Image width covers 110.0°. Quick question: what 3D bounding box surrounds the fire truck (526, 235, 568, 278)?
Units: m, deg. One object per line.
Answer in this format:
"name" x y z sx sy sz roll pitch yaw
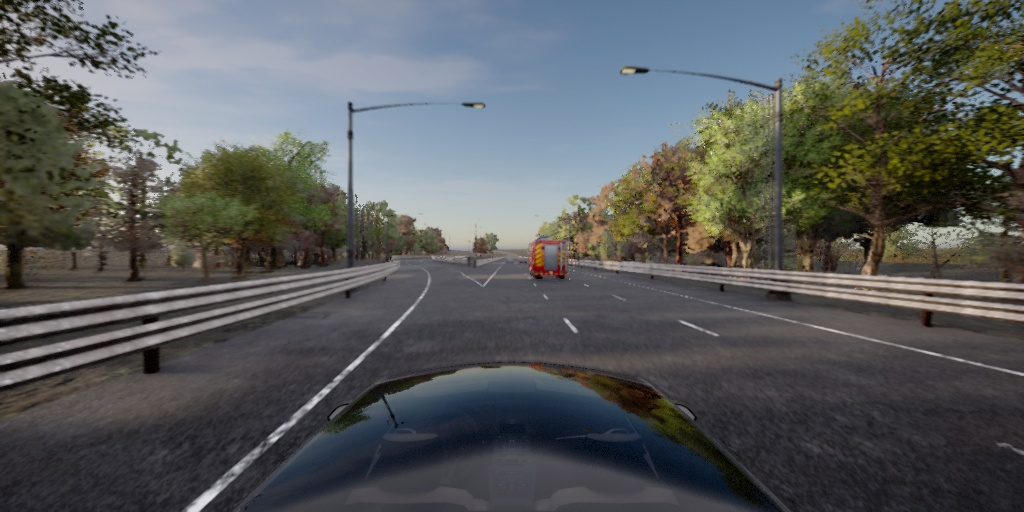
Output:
"fire truck" 3.318 0.109 34.657 2.891 3.827 8.468 0 0 0
